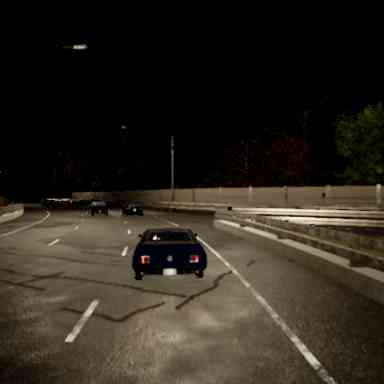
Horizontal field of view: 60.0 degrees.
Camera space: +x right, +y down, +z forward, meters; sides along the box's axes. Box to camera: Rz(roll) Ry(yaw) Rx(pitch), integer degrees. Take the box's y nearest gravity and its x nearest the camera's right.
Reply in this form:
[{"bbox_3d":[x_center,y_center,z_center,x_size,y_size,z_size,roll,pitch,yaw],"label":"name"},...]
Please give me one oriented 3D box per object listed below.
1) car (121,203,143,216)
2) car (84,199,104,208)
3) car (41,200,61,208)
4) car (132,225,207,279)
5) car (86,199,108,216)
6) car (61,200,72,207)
[{"bbox_3d":[-6.773,1.912,37.340,1.994,1.385,4.181,0,0,-20],"label":"car"},{"bbox_3d":[-17.613,2.062,59.642,2.128,1.511,4.902,0,-1,-32],"label":"car"},{"bbox_3d":[-25.098,2.077,58.338,2.128,1.511,4.902,0,-1,-34],"label":"car"},{"bbox_3d":[-0.743,1.695,10.388,1.895,1.301,4.718,0,0,-5],"label":"car"},{"bbox_3d":[-10.688,1.857,37.895,2.128,1.511,4.902,0,0,-21],"label":"car"},{"bbox_3d":[-24.393,2.192,63.443,1.994,1.385,4.181,0,-1,-36],"label":"car"}]
